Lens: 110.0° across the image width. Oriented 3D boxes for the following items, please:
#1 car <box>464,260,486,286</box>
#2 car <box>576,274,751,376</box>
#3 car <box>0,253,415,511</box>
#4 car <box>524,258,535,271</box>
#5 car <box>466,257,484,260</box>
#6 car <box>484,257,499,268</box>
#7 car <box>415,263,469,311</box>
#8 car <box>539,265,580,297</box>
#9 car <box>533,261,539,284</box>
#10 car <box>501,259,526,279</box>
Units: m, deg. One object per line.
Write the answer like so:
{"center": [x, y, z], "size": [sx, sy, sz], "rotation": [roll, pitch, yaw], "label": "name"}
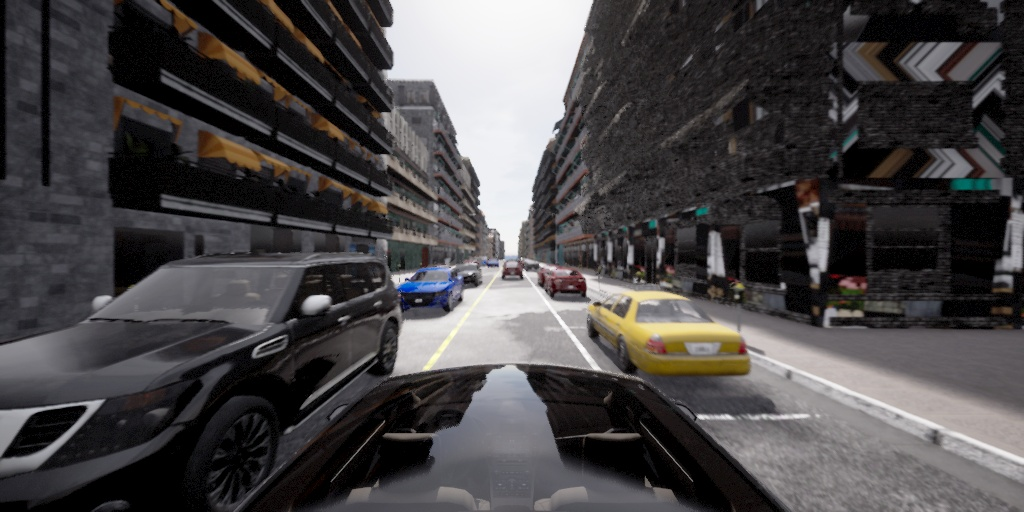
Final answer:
{"center": [-3.095, 1.241, 24.906], "size": [1.837, 1.490, 4.892], "rotation": [0, 0, 0], "label": "car"}
{"center": [2.684, 1.265, 7.370], "size": [1.751, 1.417, 4.829], "rotation": [0, 0, 0], "label": "car"}
{"center": [-3.098, 0.971, 4.501], "size": [2.150, 2.045, 5.566], "rotation": [0, 0, 0], "label": "car"}
{"center": [2.604, 1.277, 46.833], "size": [2.007, 1.370, 4.403], "rotation": [0, 0, 0], "label": "car"}
{"center": [-5.788, 1.049, 52.499], "size": [2.192, 1.841, 5.009], "rotation": [0, 0, 0], "label": "car"}
{"center": [-3.157, 1.208, 60.881], "size": [1.882, 1.535, 5.008], "rotation": [0, 0, 0], "label": "car"}
{"center": [-3.116, 1.217, 14.507], "size": [1.882, 1.535, 5.008], "rotation": [0, 0, 0], "label": "car"}
{"center": [2.661, 1.276, 18.522], "size": [1.888, 1.381, 4.507], "rotation": [0, 0, 0], "label": "car"}
{"center": [2.650, 1.275, 24.183], "size": [1.888, 1.381, 4.507], "rotation": [0, 0, 0], "label": "car"}
{"center": [0.049, 1.257, 32.288], "size": [1.812, 1.442, 4.674], "rotation": [0, 0, 0], "label": "car"}
